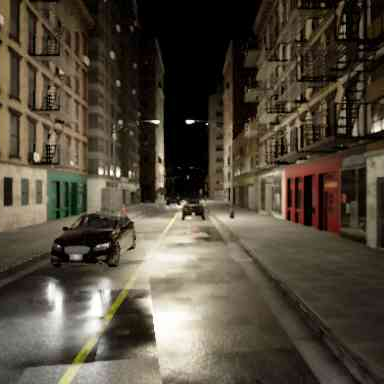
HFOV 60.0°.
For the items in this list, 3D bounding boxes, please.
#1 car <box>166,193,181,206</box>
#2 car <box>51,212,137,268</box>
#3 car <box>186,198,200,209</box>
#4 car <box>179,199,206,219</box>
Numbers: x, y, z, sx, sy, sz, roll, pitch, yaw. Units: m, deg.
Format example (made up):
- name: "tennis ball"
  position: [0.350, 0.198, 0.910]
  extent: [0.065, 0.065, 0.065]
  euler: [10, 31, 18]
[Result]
- name: "car"
  position: [-3.025, 1.208, 54.776]
  extent: [2.150, 2.045, 5.566]
  euler: [0, 0, 1]
- name: "car"
  position: [-3.097, 1.474, 11.325]
  extent: [2.128, 1.511, 4.902]
  euler: [0, 0, 0]
- name: "car"
  position: [0.112, 1.590, 45.927]
  extent: [1.895, 1.301, 4.718]
  euler: [0, 0, 0]
- name: "car"
  position: [0.110, 1.482, 28.478]
  extent: [1.837, 1.490, 4.892]
  euler: [0, 0, 0]
